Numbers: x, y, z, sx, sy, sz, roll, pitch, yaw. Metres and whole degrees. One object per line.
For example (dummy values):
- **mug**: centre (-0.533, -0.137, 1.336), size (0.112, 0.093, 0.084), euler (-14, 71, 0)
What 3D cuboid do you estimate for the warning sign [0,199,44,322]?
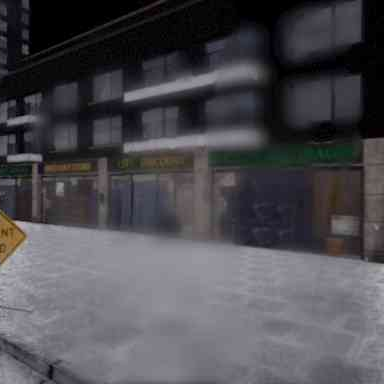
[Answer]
- **warning sign**: centre (-3.353, 1.064, 5.467), size (1.060, 1.860, 1.300), euler (1, 0, 36)
